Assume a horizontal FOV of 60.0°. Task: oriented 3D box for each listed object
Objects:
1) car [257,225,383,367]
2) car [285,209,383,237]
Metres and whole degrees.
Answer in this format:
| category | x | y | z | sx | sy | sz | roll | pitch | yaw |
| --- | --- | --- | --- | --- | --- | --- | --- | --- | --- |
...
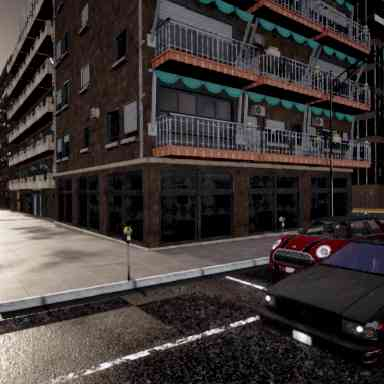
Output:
| category | x | y | z | sx | sy | sz | roll | pitch | yaw |
| --- | --- | --- | --- | --- | --- | --- | --- | --- | --- |
| car | 3.628 | 1.546 | 5.973 | 5.357 | 1.411 | 2.033 | 0 | 0 | -36 |
| car | 4.078 | 1.439 | 9.500 | 4.097 | 1.590 | 1.967 | 0 | -1 | -36 |
